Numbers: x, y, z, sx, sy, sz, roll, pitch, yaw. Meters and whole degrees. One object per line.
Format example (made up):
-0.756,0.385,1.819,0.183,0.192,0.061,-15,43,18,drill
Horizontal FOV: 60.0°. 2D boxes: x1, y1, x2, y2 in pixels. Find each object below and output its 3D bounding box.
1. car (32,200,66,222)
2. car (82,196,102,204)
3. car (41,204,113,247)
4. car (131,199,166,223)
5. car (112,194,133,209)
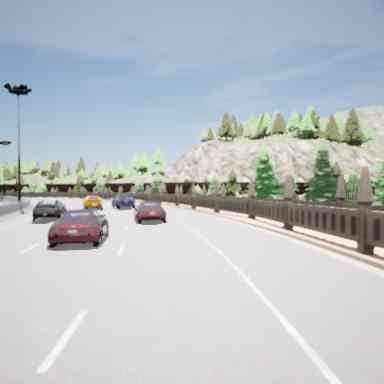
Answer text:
-10.569,1.310,24.880,2.128,1.511,4.902,0,0,-15,car
-11.534,1.189,38.326,1.882,1.535,5.008,0,0,-23,car
-4.779,1.442,14.445,1.994,1.385,4.181,0,1,-9,car
-3.031,1.354,23.530,1.994,1.385,4.181,0,0,-14,car
-8.137,1.033,39.167,2.097,1.767,4.553,-1,0,-22,car
